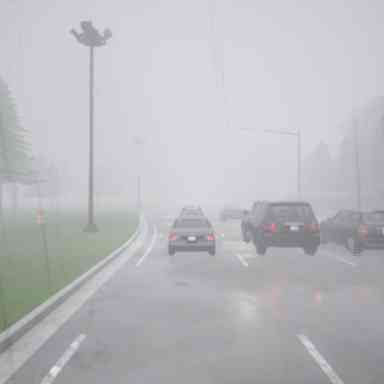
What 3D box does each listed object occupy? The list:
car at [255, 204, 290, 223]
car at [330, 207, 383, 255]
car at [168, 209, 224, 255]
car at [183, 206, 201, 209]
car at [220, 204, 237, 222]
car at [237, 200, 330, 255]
[{"bbox_3d":[6.994,1.843,29.303,1.994,1.385,4.181,0,0,0],"label":"car"},{"bbox_3d":[6.996,1.485,14.093,2.097,1.767,4.553,0,-1,0],"label":"car"},{"bbox_3d":[-0.005,1.681,13.994,2.033,1.411,5.357,0,-1,0],"label":"car"},{"bbox_3d":[-0.011,1.878,29.110,1.895,1.301,4.718,0,-1,0],"label":"car"},{"bbox_3d":[3.491,1.806,29.400,1.812,1.442,4.674,0,0,0],"label":"car"},{"bbox_3d":[3.495,1.351,14.036,2.150,2.045,5.566,0,0,0],"label":"car"}]
